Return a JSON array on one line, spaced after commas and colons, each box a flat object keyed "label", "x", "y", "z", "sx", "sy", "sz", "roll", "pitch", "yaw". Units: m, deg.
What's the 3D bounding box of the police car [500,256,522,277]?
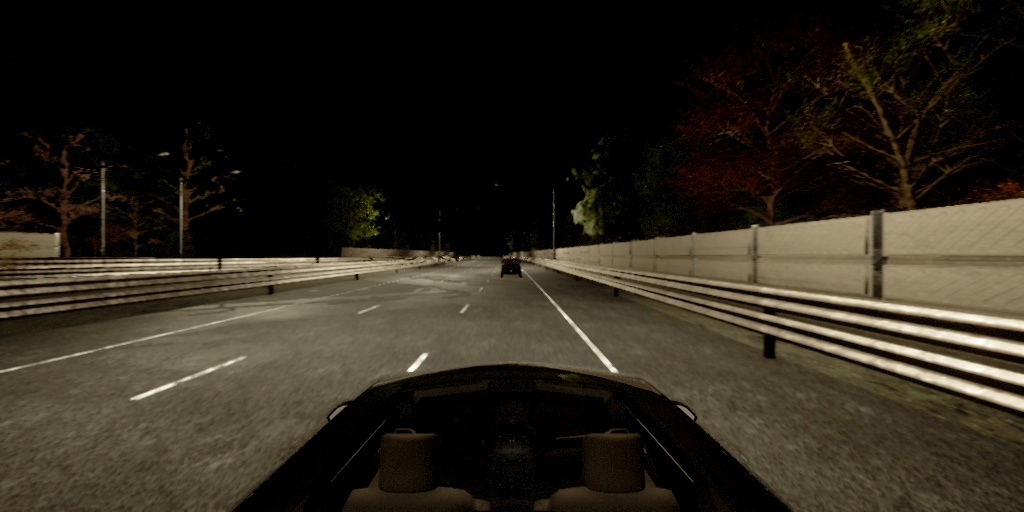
[{"label": "police car", "x": -0.082, "y": 1.060, "z": 33.460, "sx": 1.930, "sy": 1.638, "sz": 5.238, "roll": 0, "pitch": 1, "yaw": 0}]
